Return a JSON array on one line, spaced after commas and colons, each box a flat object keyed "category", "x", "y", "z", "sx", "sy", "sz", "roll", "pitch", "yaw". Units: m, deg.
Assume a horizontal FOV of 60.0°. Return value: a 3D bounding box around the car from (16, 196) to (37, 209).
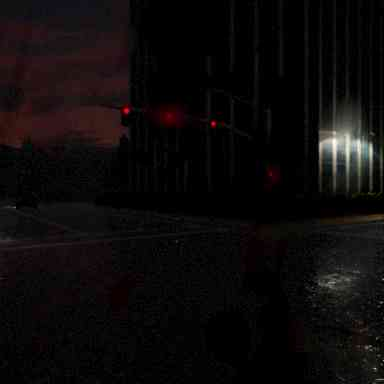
[{"category": "car", "x": -22.359, "y": 1.334, "z": 44.837, "sx": 2.097, "sy": 1.767, "sz": 4.553, "roll": 0, "pitch": 0, "yaw": -35}]
